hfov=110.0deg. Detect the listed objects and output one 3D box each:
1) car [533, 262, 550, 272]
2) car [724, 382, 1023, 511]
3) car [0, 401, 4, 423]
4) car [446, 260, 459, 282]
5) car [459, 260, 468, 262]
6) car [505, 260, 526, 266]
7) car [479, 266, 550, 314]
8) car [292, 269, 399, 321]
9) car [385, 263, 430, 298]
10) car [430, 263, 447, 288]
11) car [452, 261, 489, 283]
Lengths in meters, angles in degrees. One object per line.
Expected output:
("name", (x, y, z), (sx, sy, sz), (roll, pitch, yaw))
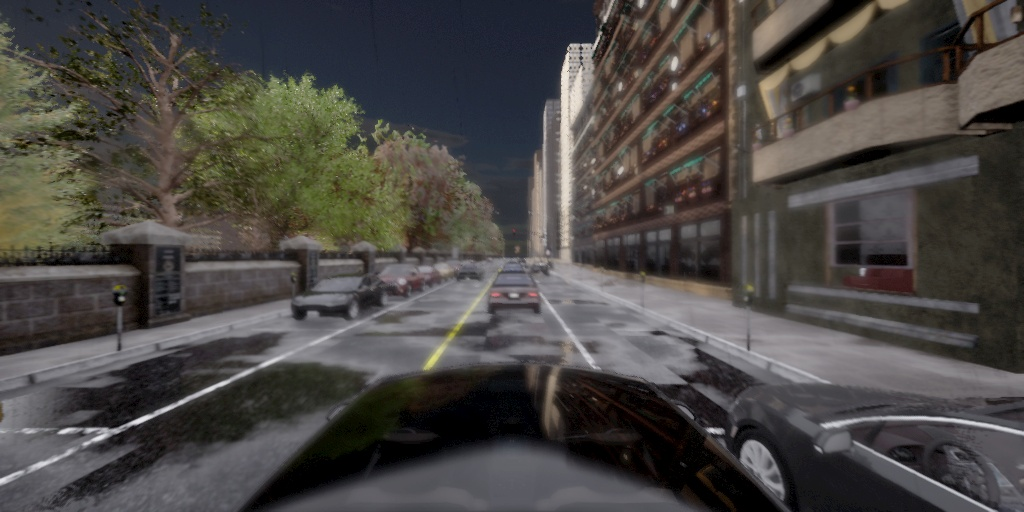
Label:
("car", (2.684, 1.261, 34.619), (2.007, 1.370, 4.403), (0, 0, 0))
("car", (2.689, 1.301, 1.387), (2.007, 1.370, 4.403), (0, 0, 0))
("car", (-5.692, 1.276, 1.213), (1.751, 1.417, 4.829), (0, 0, 0))
("car", (-5.695, 1.242, 28.906), (1.751, 1.417, 4.829), (0, 0, 0))
("car", (-5.696, 1.151, 34.616), (1.967, 1.591, 4.097), (0, 0, 0))
("car", (0.092, 1.263, 30.031), (2.033, 1.411, 5.357), (0, 0, 0))
("car", (0.089, 1.282, 13.698), (2.033, 1.411, 5.357), (0, 0, 0))
("car", (-5.693, 1.301, 12.461), (1.948, 1.339, 4.313), (0, 0, 0))
("car", (-5.694, 1.168, 17.999), (1.967, 1.591, 4.097), (0, 0, 0))
("car", (-5.694, 1.304, 23.538), (1.802, 1.307, 4.207), (0, 0, 0))
("car", (-3.104, 1.319, 27.685), (1.895, 1.301, 4.718), (0, 0, 0))
